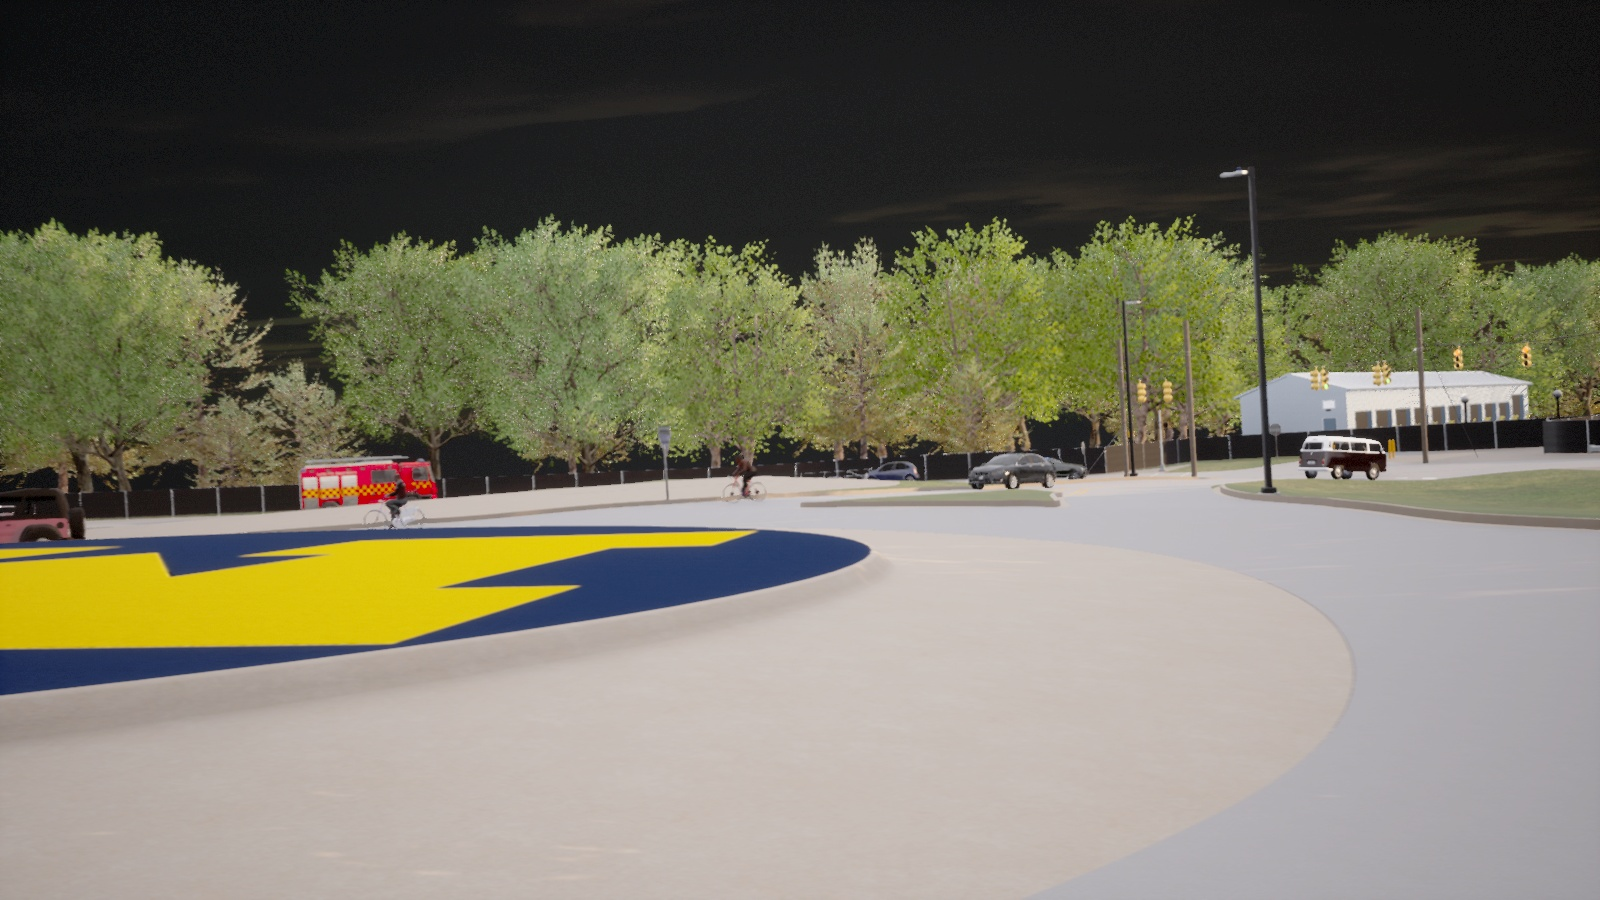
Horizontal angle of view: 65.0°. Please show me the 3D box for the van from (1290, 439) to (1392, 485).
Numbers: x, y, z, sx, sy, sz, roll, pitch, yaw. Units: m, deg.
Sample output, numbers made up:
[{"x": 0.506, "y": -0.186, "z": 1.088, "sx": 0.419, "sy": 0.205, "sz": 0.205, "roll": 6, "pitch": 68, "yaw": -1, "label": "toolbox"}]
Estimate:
[{"x": 25.923, "y": 0.595, "z": 60.120, "sx": 4.480, "sy": 2.038, "sz": 2.069, "roll": 2, "pitch": -1, "yaw": -27, "label": "van"}]

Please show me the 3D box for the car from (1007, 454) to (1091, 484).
[{"x": 16.081, "y": 1.251, "z": 81.104, "sx": 5.027, "sy": 1.651, "sz": 2.152, "roll": -2, "pitch": 2, "yaw": 17, "label": "car"}]

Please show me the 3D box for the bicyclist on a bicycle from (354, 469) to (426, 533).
[{"x": -12.402, "y": 1.537, "z": 38.030, "sx": 1.843, "sy": 1.776, "sz": 0.659, "roll": -3, "pitch": 2, "yaw": 0, "label": "bicyclist on a bicycle"}]

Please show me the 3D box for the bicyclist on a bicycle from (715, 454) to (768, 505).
[{"x": -1.963, "y": 0.988, "z": 42.353, "sx": 1.656, "sy": 1.620, "sz": 0.582, "roll": -3, "pitch": 1, "yaw": -30, "label": "bicyclist on a bicycle"}]

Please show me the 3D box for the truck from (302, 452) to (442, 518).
[{"x": -28.203, "y": 2.227, "z": 82.821, "sx": 8.468, "sy": 3.827, "sz": 2.891, "roll": -3, "pitch": 2, "yaw": -22, "label": "truck"}]

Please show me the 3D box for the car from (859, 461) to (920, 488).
[{"x": 6.213, "y": 1.672, "z": 87.038, "sx": 3.988, "sy": 1.617, "sz": 1.851, "roll": -3, "pitch": 2, "yaw": 9, "label": "car"}]

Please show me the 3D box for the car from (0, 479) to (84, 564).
[{"x": -20.079, "y": 1.839, "z": 31.189, "sx": 3.866, "sy": 1.878, "sz": 1.905, "roll": -1, "pitch": -7, "yaw": -27, "label": "car"}]

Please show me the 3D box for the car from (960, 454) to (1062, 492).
[{"x": 8.788, "y": 0.961, "z": 52.124, "sx": 1.837, "sy": 1.490, "sz": 4.892, "roll": -2, "pitch": -2, "yaw": 41, "label": "car"}]
